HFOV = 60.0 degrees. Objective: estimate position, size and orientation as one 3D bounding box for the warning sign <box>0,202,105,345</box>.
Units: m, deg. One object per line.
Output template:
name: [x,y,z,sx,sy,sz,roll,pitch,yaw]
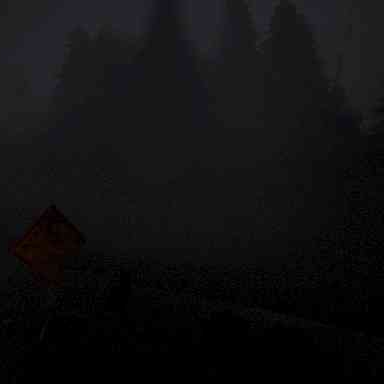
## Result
warning sign: [-2.248,1.117,5.288,1.060,1.860,1.300,0,0,35]
